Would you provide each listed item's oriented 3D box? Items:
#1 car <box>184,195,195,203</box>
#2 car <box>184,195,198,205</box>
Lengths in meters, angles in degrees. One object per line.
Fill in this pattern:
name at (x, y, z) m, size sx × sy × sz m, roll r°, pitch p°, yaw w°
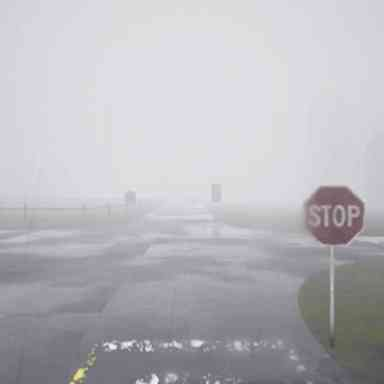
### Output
car at (-0.540, 1.490, 71.524) m, size 1.837 × 1.490 × 4.892 m, roll 0°, pitch 0°, yaw -6°
car at (0.106, 1.566, 60.996) m, size 2.033 × 1.411 × 5.357 m, roll 0°, pitch 0°, yaw -2°
